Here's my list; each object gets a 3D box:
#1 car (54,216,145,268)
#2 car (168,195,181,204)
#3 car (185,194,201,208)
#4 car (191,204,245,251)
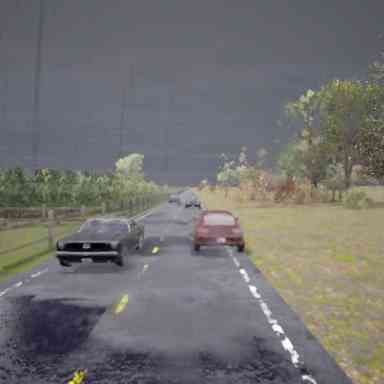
[{"bbox_3d":[-2.840,1.528,11.198,1.895,1.301,4.718,0,0,0],"label":"car"},{"bbox_3d":[-2.759,1.170,52.563,2.033,1.411,5.357,0,0,1],"label":"car"},{"bbox_3d":[0.119,1.315,40.852,1.895,1.301,4.718,0,0,0],"label":"car"},{"bbox_3d":[0.977,1.437,13.468,1.812,1.442,4.674,0,0,0],"label":"car"}]
